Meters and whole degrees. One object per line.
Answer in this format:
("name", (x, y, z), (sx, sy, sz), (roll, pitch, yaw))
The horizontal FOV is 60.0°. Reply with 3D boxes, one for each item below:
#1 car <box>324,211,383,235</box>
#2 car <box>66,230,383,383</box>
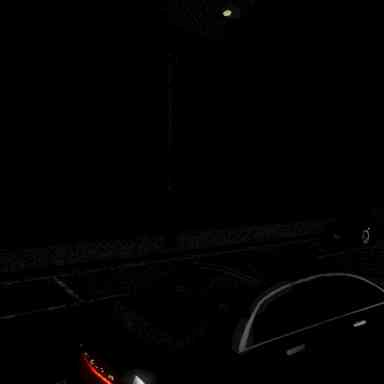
("car", (8.036, 1.566, 15.630), (4.313, 1.339, 1.947), (0, 0, -36))
("car", (1.109, 1.507, 3.956), (4.892, 1.490, 1.837), (-1, 0, -35))
